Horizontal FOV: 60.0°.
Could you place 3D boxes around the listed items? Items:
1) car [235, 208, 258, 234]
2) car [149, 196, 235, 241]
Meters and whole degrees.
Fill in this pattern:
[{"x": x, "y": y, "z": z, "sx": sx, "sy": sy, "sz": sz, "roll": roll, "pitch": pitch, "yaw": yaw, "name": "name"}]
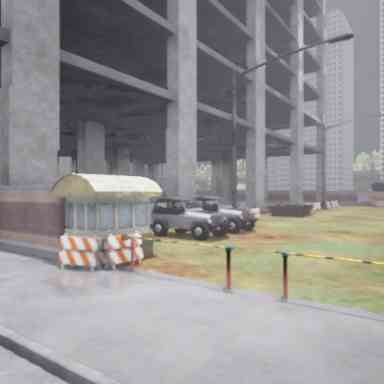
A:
[{"x": 1.483, "y": 1.179, "z": 18.198, "sx": 3.866, "sy": 1.878, "sz": 1.905, "roll": 0, "pitch": 0, "yaw": 36, "name": "car"}, {"x": -0.240, "y": 1.179, "z": 15.815, "sx": 3.866, "sy": 1.878, "sz": 1.905, "roll": 0, "pitch": 0, "yaw": 36, "name": "car"}]
